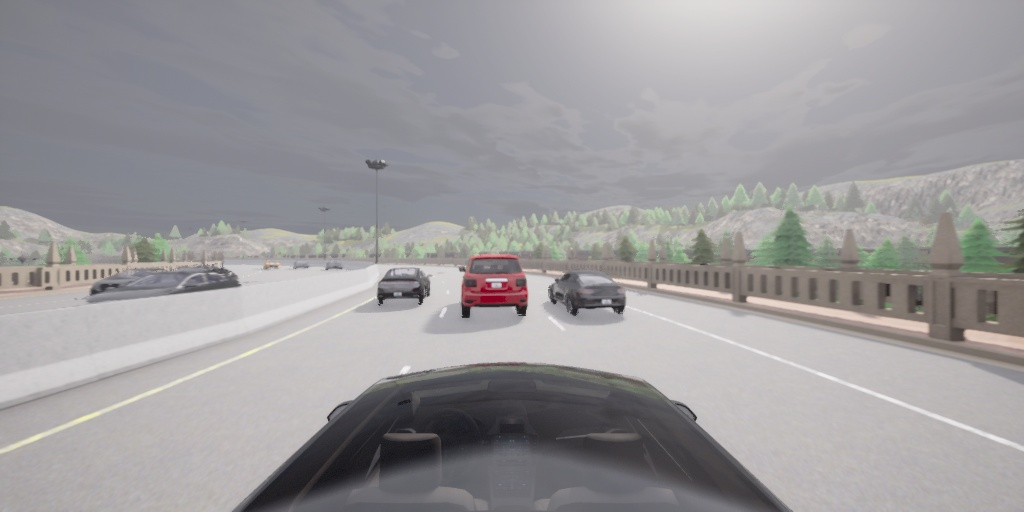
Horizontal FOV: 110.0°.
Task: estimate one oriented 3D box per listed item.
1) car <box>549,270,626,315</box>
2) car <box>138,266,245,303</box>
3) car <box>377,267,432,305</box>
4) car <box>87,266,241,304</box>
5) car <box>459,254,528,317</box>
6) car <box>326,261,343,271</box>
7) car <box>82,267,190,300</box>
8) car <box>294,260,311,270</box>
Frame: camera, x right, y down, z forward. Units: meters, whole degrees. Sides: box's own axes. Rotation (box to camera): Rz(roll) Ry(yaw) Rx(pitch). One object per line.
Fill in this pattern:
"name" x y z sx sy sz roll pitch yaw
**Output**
"car" 2.679 1.258 13.434 1.812 1.442 4.674 0 0 -7
"car" -15.939 1.304 18.255 1.837 1.490 4.892 0 0 -12
"car" -4.732 1.250 16.142 2.128 1.511 4.902 0 0 -8
"car" -11.428 1.277 12.207 2.128 1.511 4.902 0 0 -8
"car" -0.785 0.967 13.393 2.150 2.045 5.566 0 0 -7
"car" -25.273 1.375 50.948 1.994 1.385 4.181 0 0 -32
"car" -19.697 1.376 19.118 1.994 1.385 4.181 0 0 -13
"car" -32.785 1.363 55.811 1.812 1.442 4.674 0 0 -36
